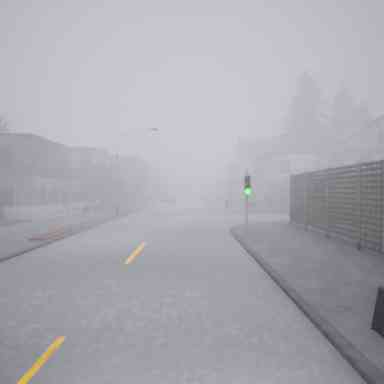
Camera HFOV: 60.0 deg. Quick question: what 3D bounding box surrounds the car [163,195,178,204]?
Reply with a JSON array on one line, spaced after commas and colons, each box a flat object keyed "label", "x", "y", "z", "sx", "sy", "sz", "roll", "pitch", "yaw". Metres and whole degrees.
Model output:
[{"label": "car", "x": -4.012, "y": 1.356, "z": 58.833, "sx": 2.033, "sy": 1.411, "sz": 5.357, "roll": 0, "pitch": 0, "yaw": 1}]
